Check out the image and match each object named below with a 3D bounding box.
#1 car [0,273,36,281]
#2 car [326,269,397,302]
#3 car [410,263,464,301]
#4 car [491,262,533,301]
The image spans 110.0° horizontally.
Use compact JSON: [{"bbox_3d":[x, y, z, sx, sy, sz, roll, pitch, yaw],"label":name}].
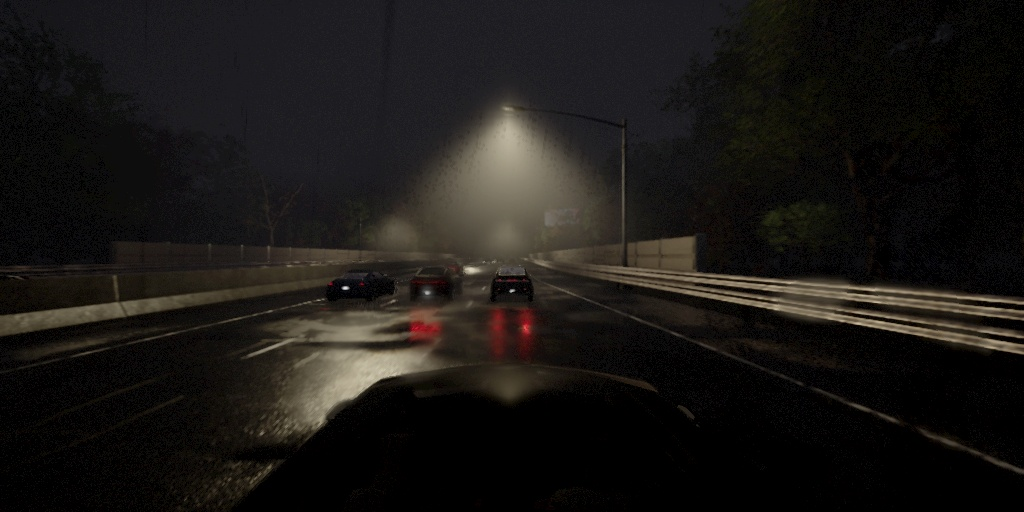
[{"bbox_3d":[-17.500,1.301,11.073,1.837,1.490,4.892,0,0,0],"label":"car"},{"bbox_3d":[-7.000,1.320,17.076,1.994,1.385,4.181,0,0,0],"label":"car"},{"bbox_3d":[-3.499,1.263,17.237,1.837,1.490,4.892,0,0,0],"label":"car"},{"bbox_3d":[0.002,1.248,17.393,2.128,1.511,4.902,0,0,0],"label":"car"}]
